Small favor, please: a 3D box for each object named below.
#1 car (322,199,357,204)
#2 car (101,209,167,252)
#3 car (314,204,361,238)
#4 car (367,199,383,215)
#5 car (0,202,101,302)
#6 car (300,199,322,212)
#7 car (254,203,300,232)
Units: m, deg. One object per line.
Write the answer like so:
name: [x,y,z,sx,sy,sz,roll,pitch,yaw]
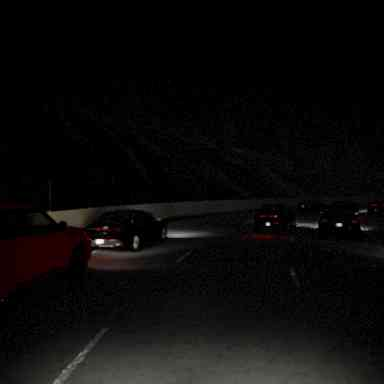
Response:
car: [15.858,1.461,34.703,2.128,1.511,4.902,0,0,43]
car: [-2.537,1.469,13.878,1.837,1.490,4.892,0,0,16]
car: [7.890,1.548,17.845,1.994,1.385,4.181,0,0,24]
car: [18.902,1.474,32.873,2.128,1.511,4.902,0,0,44]
car: [-4.061,1.198,6.705,2.150,2.045,5.566,0,0,8]
car: [13.534,1.522,37.617,4.181,1.385,1.994,0,0,-44]
car: [5.084,1.476,20.056,1.837,1.490,4.892,0,0,25]
